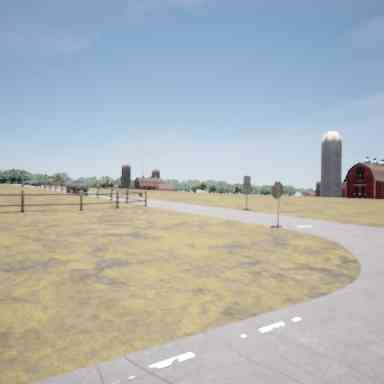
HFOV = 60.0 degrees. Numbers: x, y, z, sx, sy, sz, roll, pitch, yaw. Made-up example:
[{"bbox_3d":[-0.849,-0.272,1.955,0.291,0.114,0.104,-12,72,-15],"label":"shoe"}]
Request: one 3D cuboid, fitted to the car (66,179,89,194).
[{"bbox_3d":[-17.515,-0.866,50.710,2.150,2.045,5.566,2,1,-36],"label":"car"}]
